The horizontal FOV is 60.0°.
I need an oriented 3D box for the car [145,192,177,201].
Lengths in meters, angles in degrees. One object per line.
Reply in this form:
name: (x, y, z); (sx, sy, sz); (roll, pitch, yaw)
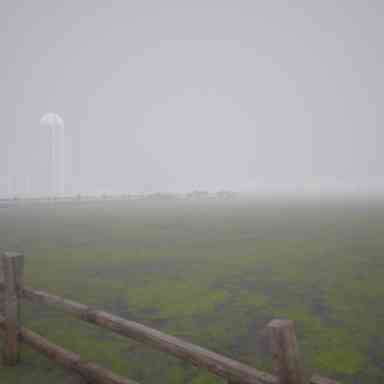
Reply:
car: (-5.054, 0.705, 54.407); (5.357, 1.411, 2.033); (-1, 0, -39)

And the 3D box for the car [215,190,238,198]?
car: (6.647, 0.361, 63.789); (4.892, 1.490, 1.837); (-1, 0, -39)

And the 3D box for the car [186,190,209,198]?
car: (1.024, 0.313, 62.808); (5.008, 1.535, 1.882); (-1, 0, -39)
